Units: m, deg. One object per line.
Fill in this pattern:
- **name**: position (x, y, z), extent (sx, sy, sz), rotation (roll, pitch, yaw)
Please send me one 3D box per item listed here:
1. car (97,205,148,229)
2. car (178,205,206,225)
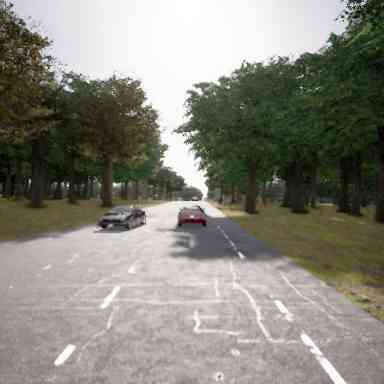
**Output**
- **car**: position (-4.408, 1.578, 22.086), extent (2.033, 1.411, 5.357), rotation (0, 0, 8)
- **car**: position (0.008, 1.605, 24.163), extent (1.994, 1.385, 4.181), rotation (0, 0, 0)
